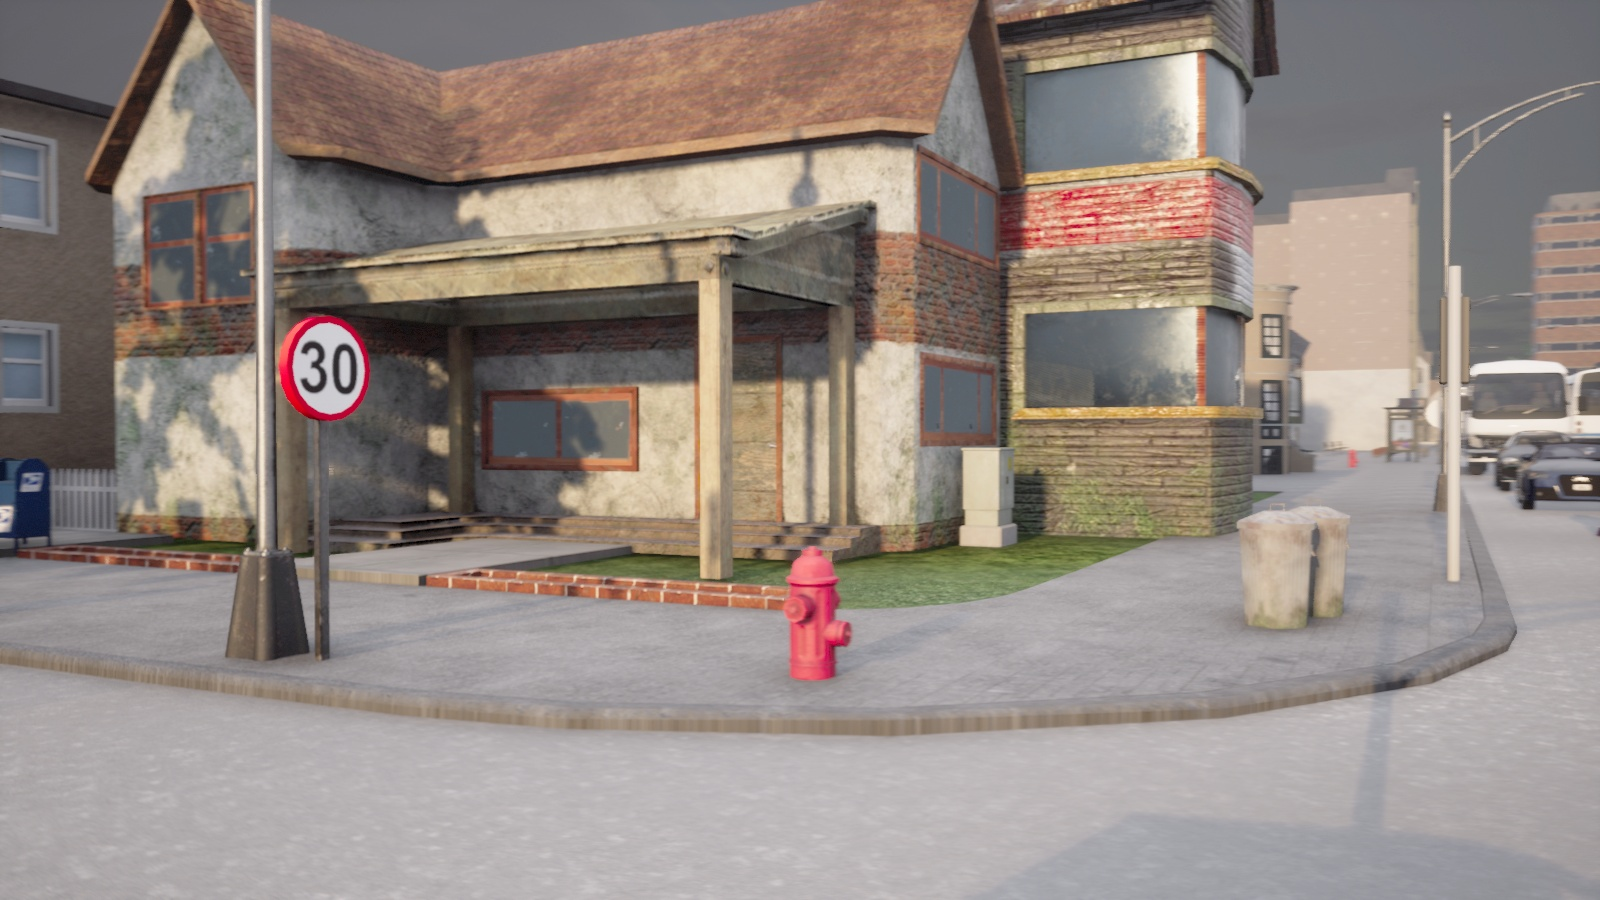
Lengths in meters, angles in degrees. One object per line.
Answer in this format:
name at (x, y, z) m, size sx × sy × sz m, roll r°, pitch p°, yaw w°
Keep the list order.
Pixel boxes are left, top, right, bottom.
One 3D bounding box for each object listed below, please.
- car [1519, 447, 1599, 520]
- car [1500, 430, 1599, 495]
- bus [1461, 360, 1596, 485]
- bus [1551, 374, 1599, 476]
car at (16.264, 0.651, 26.222) m, size 1.994 × 1.385 × 4.181 m, roll 1°, pitch 1°, yaw 27°
car at (20.724, 0.282, 34.821) m, size 2.152 × 1.651 × 5.027 m, roll 1°, pitch 1°, yaw 27°
bus at (27.600, -1.002, 48.064) m, size 3.944 × 4.253 × 10.273 m, roll 1°, pitch 1°, yaw 27°
bus at (36.469, -1.062, 56.484) m, size 3.944 × 4.253 × 10.273 m, roll 1°, pitch 1°, yaw 27°
